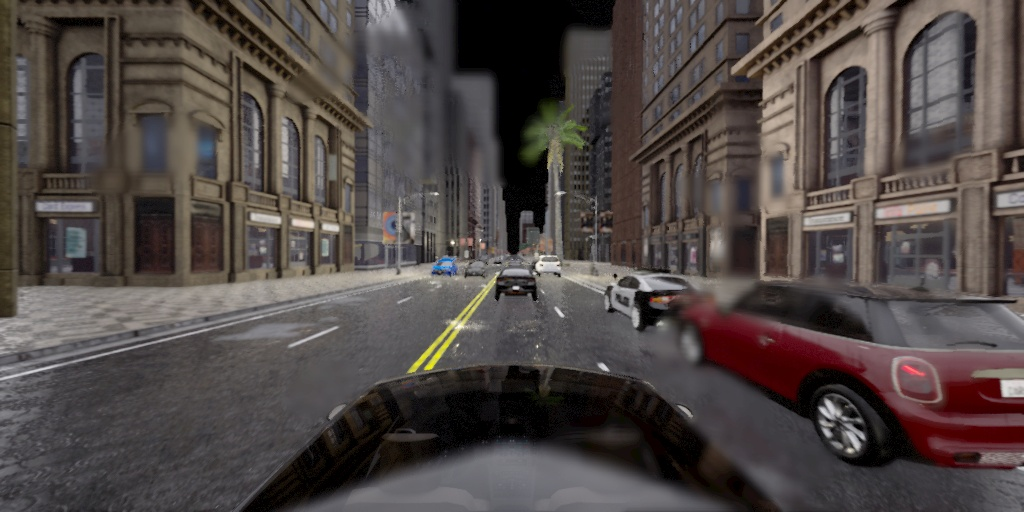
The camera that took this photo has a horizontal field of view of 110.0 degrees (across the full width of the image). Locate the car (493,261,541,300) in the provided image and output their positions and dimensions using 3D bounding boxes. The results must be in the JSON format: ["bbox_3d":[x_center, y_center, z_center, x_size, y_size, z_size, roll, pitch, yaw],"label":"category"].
[{"bbox_3d":[0.191,1.226,17.901,1.882,1.535,5.008,0,0,0],"label":"car"}]

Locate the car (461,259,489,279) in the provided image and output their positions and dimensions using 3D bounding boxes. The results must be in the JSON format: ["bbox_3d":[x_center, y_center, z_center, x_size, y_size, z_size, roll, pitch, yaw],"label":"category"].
[{"bbox_3d":[-3.163,1.231,32.149,1.837,1.490,4.892,0,0,0],"label":"car"}]

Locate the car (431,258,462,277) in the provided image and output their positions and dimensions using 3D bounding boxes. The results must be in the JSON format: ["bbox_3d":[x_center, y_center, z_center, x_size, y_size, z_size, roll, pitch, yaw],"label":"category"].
[{"bbox_3d":[-6.396,1.187,34.430,1.882,1.535,5.008,0,0,0],"label":"car"}]

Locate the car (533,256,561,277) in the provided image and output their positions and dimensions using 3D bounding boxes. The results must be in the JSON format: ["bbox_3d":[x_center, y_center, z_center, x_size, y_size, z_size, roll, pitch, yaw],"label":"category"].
[{"bbox_3d":[3.491,0.980,35.308,2.150,2.045,5.566,0,0,1],"label":"car"}]

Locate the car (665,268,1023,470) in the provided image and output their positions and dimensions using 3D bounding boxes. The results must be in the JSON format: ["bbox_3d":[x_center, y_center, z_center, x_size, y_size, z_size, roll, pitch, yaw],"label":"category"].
[{"bbox_3d":[4.235,1.122,5.108,2.097,1.767,4.553,0,0,0],"label":"car"}]

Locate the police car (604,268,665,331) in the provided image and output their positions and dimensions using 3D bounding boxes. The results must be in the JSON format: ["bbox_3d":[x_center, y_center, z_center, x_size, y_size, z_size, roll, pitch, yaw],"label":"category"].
[{"bbox_3d":[4.273,1.195,11.248,1.930,1.638,5.238,0,0,0],"label":"police car"}]
